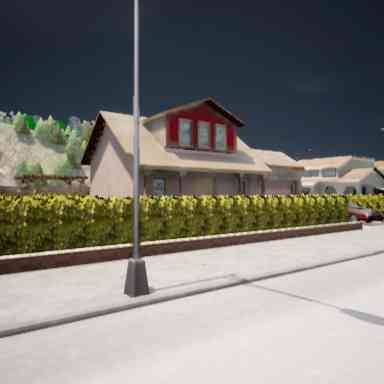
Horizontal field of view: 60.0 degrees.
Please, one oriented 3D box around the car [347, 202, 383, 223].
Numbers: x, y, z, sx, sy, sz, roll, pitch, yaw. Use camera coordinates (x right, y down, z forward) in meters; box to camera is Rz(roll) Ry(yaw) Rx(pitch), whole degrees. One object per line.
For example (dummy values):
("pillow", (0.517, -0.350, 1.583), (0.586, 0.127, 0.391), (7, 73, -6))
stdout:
("car", (9.817, 1.302, 22.399), (2.033, 1.415, 5.357), (0, 0, -33))
